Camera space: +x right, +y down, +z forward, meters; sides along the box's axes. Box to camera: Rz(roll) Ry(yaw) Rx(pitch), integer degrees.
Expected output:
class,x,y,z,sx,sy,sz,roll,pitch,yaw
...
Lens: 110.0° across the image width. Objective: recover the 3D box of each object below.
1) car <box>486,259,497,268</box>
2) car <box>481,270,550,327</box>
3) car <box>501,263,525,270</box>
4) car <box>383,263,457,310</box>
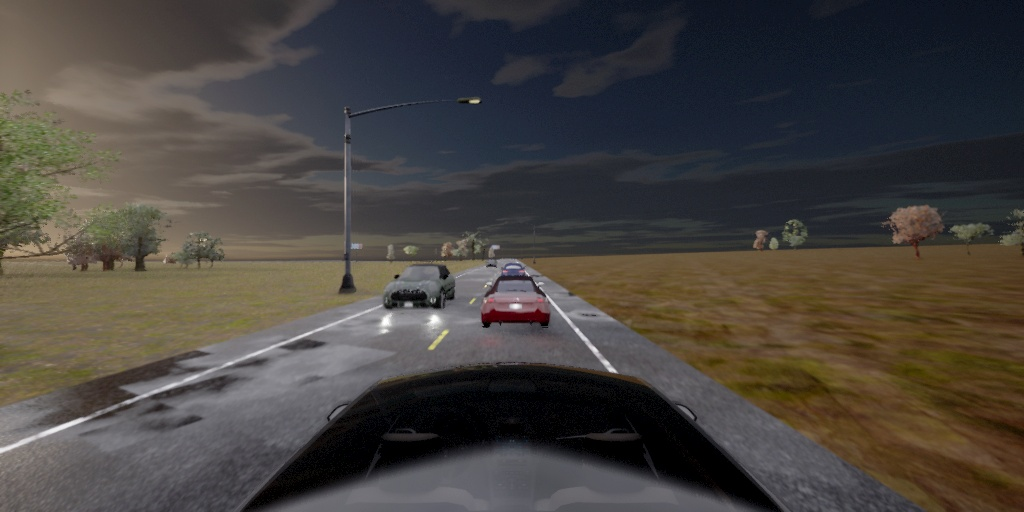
class,x,y,z,sx,sy,sz,roll,pitch,yaw
car,-3.506,1.314,62.030,1.837,1.490,4.892,0,0,0
car,0.100,1.322,11.574,1.994,1.385,4.181,0,0,0
car,0.099,1.299,28.463,1.812,1.442,4.674,0,0,0
car,-3.600,1.113,14.715,2.097,1.767,4.553,0,0,0
